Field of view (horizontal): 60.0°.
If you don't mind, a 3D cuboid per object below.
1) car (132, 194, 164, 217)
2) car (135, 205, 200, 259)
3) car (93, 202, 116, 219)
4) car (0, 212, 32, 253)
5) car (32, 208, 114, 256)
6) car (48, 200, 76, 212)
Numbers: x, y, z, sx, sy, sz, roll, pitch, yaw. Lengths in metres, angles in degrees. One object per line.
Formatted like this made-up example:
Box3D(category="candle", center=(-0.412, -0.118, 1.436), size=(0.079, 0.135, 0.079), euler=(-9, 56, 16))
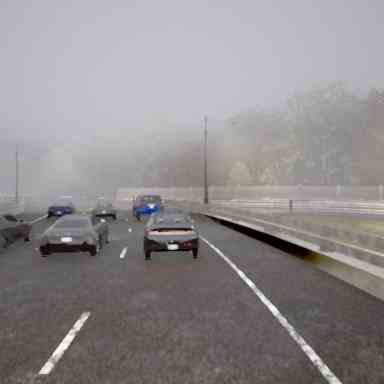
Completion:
Box3D(category="car", center=(-3.701, 1.203, 27.767), size=(2.150, 2.045, 5.566), euler=(0, 0, -14))
Box3D(category="car", center=(-0.866, 1.479, 12.597), size=(2.128, 1.511, 4.902), euler=(0, 0, -7))
Box3D(category="car", center=(-7.592, 1.556, 28.764), size=(1.994, 1.385, 4.181), euler=(0, 0, -15))
Box3D(category="car", center=(-8.017, 1.539, 13.464), size=(1.812, 1.442, 4.674), euler=(0, 0, -7))
Box3D(category="car", center=(-4.450, 1.564, 13.143), size=(1.994, 1.385, 4.181), euler=(0, 0, -7))
Box3D(category="car", center=(-11.258, 1.484, 28.948), size=(1.882, 1.535, 5.008), euler=(0, 0, -15))
